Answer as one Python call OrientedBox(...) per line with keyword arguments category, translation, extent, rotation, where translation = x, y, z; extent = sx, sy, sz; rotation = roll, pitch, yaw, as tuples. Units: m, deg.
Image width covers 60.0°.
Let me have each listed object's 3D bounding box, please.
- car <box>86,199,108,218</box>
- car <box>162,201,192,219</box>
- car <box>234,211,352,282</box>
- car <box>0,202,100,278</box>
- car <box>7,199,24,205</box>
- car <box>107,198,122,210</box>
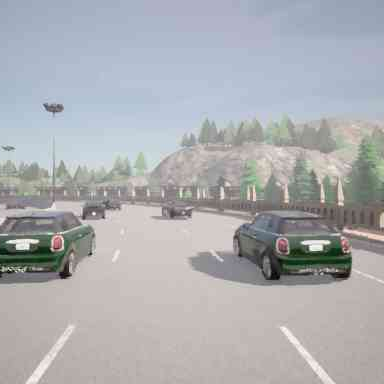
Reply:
OrientedBox(category="car", translation=(-8.906, 1.549, 29.903), extent=(1.837, 1.490, 4.892), rotation=(0, 0, -18))
OrientedBox(category="car", translation=(-1.400, 1.513, 29.447), extent=(2.128, 1.511, 4.902), rotation=(0, 0, -17))
OrientedBox(category="car", translation=(2.718, 1.351, 10.041), extent=(2.097, 1.767, 4.553), rotation=(0, 0, -6))
OrientedBox(category="car", translation=(-4.352, 1.357, 10.207), extent=(2.097, 1.767, 4.553), rotation=(0, 0, -6))
OrientedBox(category="car", translation=(-23.608, 1.700, 44.659), extent=(1.994, 1.385, 4.181), rotation=(0, 0, -32))
OrientedBox(category="car", translation=(-10.358, 1.560, 42.541), extent=(2.128, 1.511, 4.902), rotation=(0, 0, -25))
